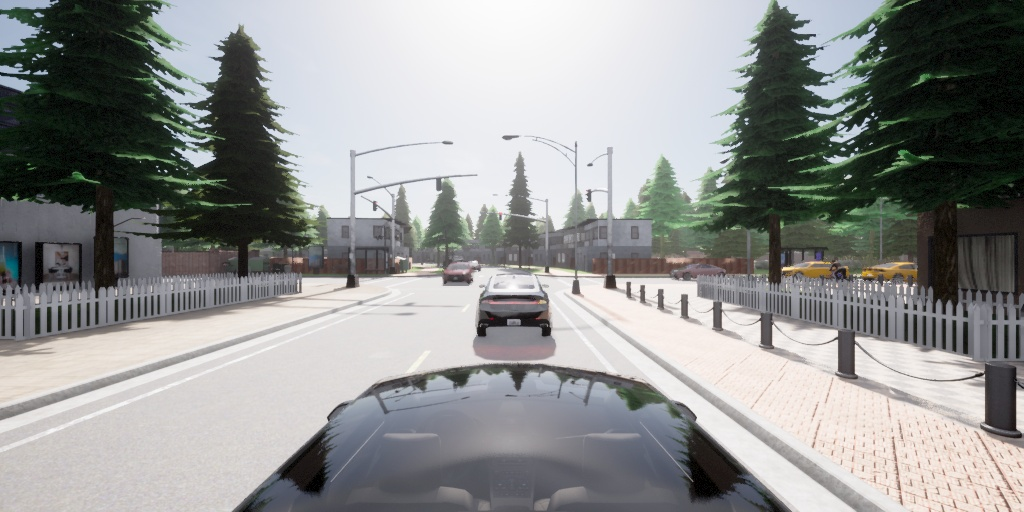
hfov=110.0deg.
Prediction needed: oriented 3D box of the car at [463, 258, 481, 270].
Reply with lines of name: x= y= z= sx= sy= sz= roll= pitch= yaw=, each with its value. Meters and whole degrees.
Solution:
car: x=-4.997 y=1.279 z=45.961 sx=1.994 sy=1.385 sz=4.181 roll=0 pitch=0 yaw=-7

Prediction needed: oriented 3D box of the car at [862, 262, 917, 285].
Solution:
car: x=28.028 y=1.212 z=25.528 sx=5.008 sy=1.535 sz=1.882 roll=0 pitch=0 yaw=2

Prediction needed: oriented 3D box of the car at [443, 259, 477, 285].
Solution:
car: x=-3.833 y=1.214 z=26.181 sx=1.882 sy=1.535 sz=5.008 roll=0 pitch=0 yaw=-2

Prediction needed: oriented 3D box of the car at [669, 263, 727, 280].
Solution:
car: x=15.295 y=1.299 z=29.595 sx=4.181 sy=1.385 sz=1.994 roll=0 pitch=0 yaw=2

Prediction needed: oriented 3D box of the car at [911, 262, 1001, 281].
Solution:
car: x=35.753 y=1.240 z=28.979 sx=4.892 sy=1.490 sz=1.837 roll=0 pitch=0 yaw=2

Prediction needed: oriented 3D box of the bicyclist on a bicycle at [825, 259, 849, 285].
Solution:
bicyclist on a bicycle: x=19.886 y=1.035 z=21.978 sx=0.582 sy=1.620 sz=1.656 roll=0 pitch=0 yaw=2

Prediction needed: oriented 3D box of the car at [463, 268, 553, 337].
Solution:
car: x=0.056 y=1.242 z=10.291 sx=2.128 sy=1.511 sz=4.902 roll=0 pitch=0 yaw=0

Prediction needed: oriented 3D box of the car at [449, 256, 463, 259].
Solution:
car: x=-9.913 y=0.939 z=64.284 sx=2.150 sy=2.045 sz=5.566 roll=0 pitch=0 yaw=-24

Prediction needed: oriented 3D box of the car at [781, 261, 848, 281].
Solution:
car: x=24.447 y=1.212 z=29.332 sx=5.008 sy=1.535 sz=1.882 roll=0 pitch=0 yaw=2
